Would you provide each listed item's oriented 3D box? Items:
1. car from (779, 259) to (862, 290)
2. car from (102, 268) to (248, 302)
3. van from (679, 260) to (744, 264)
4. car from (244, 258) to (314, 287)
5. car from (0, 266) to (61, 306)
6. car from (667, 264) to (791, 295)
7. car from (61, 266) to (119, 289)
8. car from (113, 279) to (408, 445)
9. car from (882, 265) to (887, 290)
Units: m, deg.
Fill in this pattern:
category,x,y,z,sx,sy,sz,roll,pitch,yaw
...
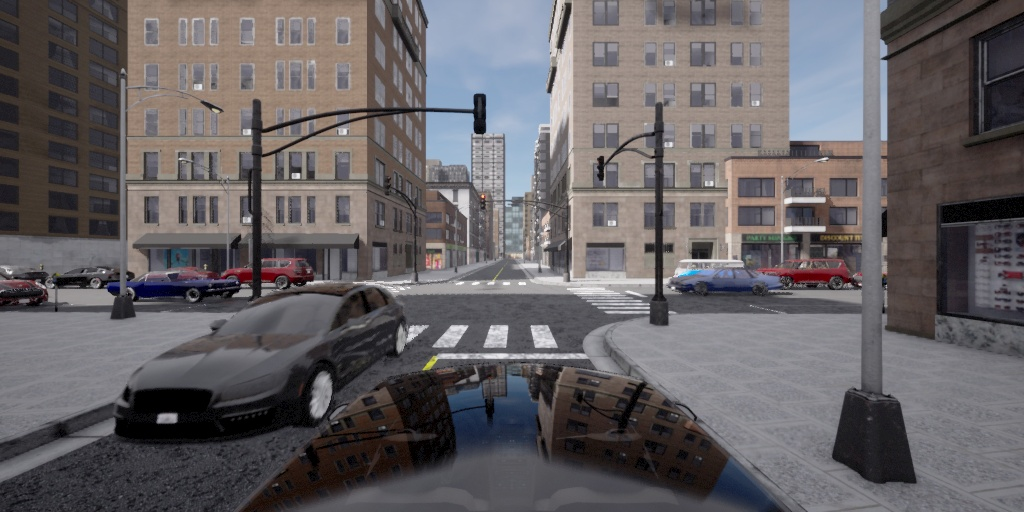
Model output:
category,x,y,z,sx,sy,sz,roll,pitch,yaw
car,17.639,1.086,21.884,5.009,1.841,2.192,0,0,0
car,-14.997,1.345,16.139,4.718,1.301,1.895,0,0,3
van,12.043,1.107,21.918,3.998,1.789,1.690,0,0,0
car,-14.904,1.059,22.081,5.009,1.841,2.192,0,0,0
car,-20.454,1.179,13.589,4.097,1.591,1.967,0,0,0
car,11.304,1.314,19.169,5.357,1.411,2.033,0,0,0
car,-25.951,1.299,22.148,4.313,1.339,1.948,0,0,0
car,-3.143,1.255,5.747,1.837,1.490,4.892,-1,0,1
car,23.235,1.215,21.850,4.097,1.591,1.967,0,0,0
